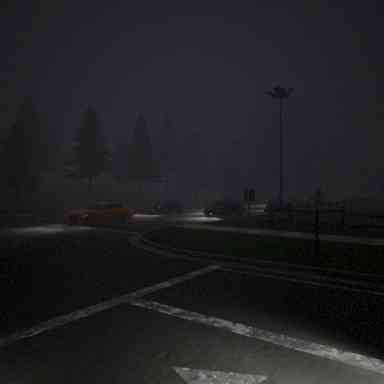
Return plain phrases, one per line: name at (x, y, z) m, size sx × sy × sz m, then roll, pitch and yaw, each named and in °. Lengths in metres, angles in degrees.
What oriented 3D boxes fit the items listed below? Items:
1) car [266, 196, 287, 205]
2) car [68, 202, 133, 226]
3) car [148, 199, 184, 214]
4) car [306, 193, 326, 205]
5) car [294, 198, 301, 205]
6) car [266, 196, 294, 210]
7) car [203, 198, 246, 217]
car at (15.418, 1.495, 60.746) m, size 2.128 × 1.511 × 4.902 m, roll 0°, pitch 0°, yaw 35°
car at (-6.412, 1.477, 23.776) m, size 1.882 × 1.535 × 5.008 m, roll 0°, pitch 0°, yaw 35°
car at (-2.659, 1.526, 35.167) m, size 1.812 × 1.442 × 4.674 m, roll 0°, pitch 0°, yaw 35°
car at (21.212, 1.218, 56.812) m, size 2.150 × 2.045 × 5.566 m, roll 0°, pitch 0°, yaw 35°
car at (17.035, 1.601, 56.994) m, size 1.895 × 1.301 × 4.718 m, roll 0°, pitch 0°, yaw 36°
car at (11.034, 1.526, 42.485) m, size 1.812 × 1.442 × 4.674 m, roll 0°, pitch 0°, yaw 35°
car at (3.196, 1.547, 31.359) m, size 2.033 × 1.411 × 5.357 m, roll 0°, pitch 0°, yaw 35°
